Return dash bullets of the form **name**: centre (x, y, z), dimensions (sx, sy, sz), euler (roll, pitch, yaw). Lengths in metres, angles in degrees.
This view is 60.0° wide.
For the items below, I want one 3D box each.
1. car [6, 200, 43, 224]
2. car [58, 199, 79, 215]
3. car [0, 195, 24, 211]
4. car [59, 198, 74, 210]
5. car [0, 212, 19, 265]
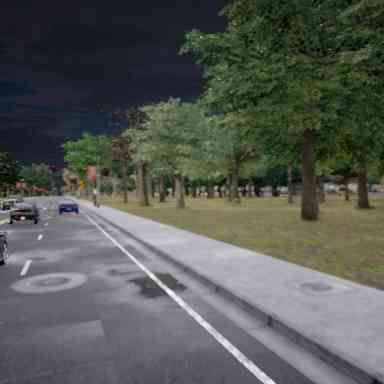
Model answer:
- **car**: centre (-12.748, 1.593, 25.612), dimensions (1.837, 1.490, 4.892), euler (-1, 0, -21)
- **car**: centre (-13.306, 1.564, 35.943), dimensions (1.882, 1.535, 5.008), euler (-1, 0, -21)
- **car**: centre (-23.948, 1.398, 44.919), dimensions (2.150, 2.045, 5.566), euler (-1, 0, -21)
- **car**: centre (-17.019, 1.640, 45.185), dimensions (1.812, 1.442, 4.674), euler (-1, 0, -21)
- **car**: centre (-6.131, 1.536, 8.740), dimensions (2.128, 1.511, 4.902), euler (-1, 0, -21)
